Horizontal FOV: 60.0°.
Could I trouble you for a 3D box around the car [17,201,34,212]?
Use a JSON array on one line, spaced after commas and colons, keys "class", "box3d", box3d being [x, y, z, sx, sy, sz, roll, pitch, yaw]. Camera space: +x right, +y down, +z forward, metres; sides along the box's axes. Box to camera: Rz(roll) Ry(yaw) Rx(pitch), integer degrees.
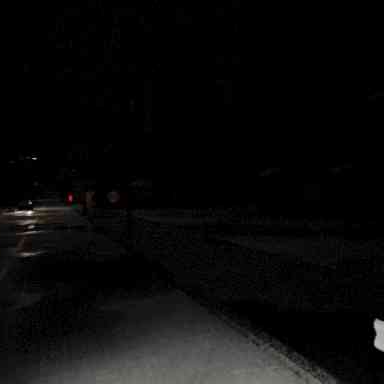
[{"class": "car", "box3d": [-22.916, 1.911, 46.036, 2.033, 1.411, 5.357, -1, 0, -22]}]
